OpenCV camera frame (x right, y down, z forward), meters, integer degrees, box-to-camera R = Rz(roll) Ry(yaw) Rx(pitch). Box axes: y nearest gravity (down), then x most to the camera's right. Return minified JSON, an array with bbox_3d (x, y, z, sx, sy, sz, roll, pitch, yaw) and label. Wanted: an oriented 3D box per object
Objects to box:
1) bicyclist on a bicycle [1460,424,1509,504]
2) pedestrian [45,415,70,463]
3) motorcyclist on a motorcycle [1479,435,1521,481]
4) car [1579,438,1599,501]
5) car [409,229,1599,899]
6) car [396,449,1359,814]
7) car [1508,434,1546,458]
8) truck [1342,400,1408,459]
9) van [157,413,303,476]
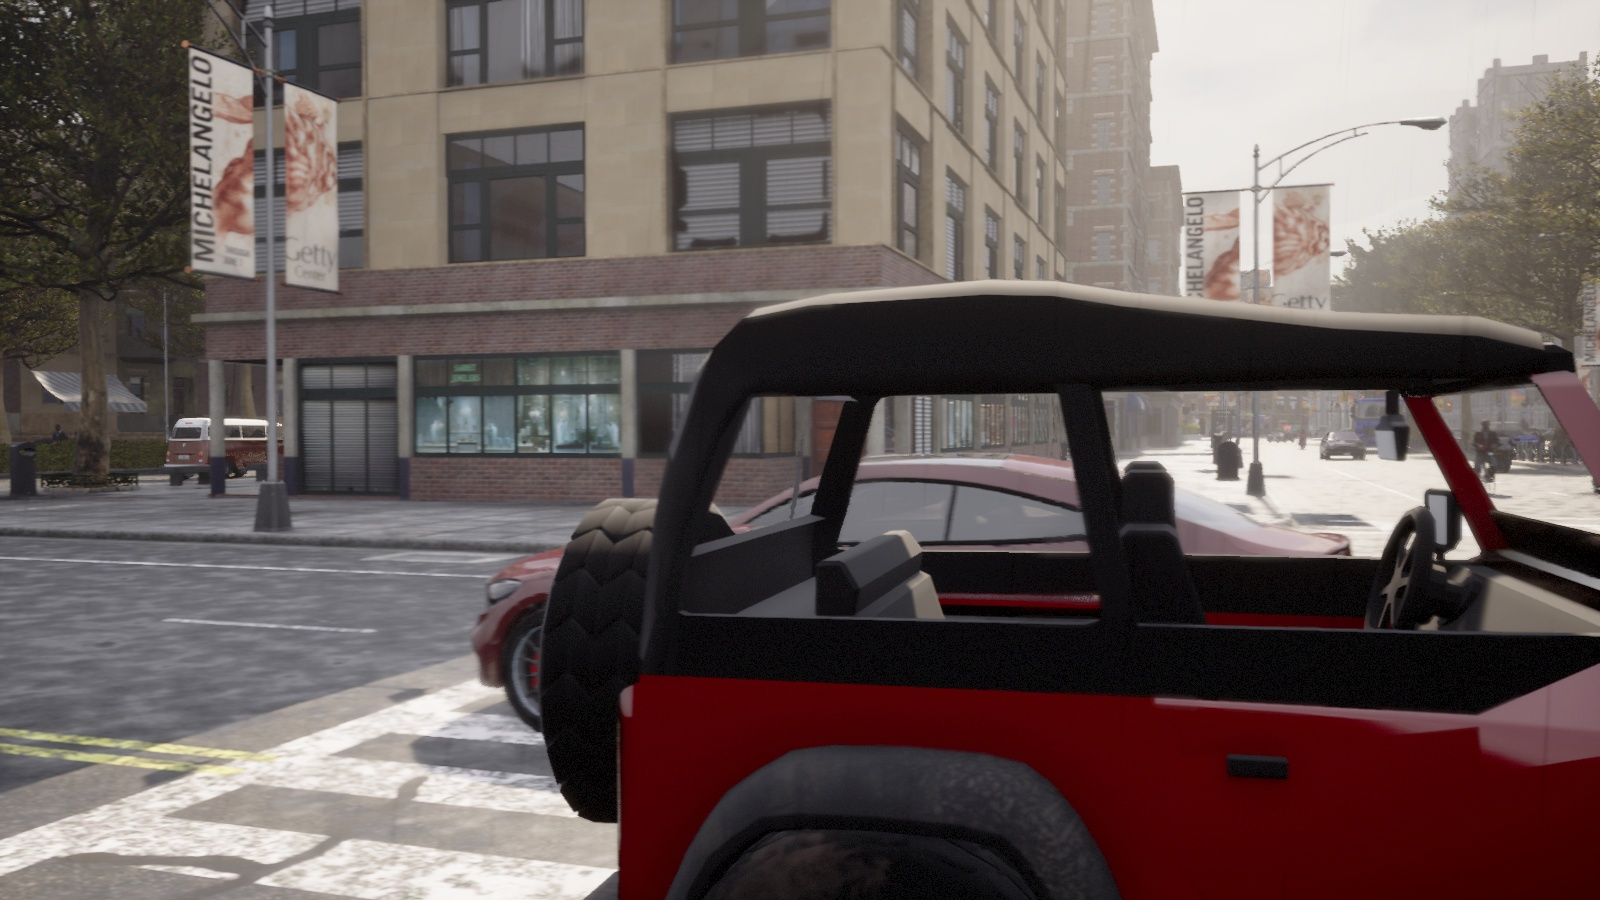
[{"bbox_3d":[15.749,0.293,28.926,0.659,1.776,1.843,1,1,19],"label":"bicyclist on a bicycle"},{"bbox_3d":[-30.774,-0.466,52.056,0.423,1.949,0.788,1,1,19],"label":"pedestrian"},{"bbox_3d":[24.283,0.255,43.602,0.866,1.530,2.191,1,1,18],"label":"motorcyclist on a motorcycle"},{"bbox_3d":[19.164,0.473,28.190,1.812,1.442,4.674,1,1,18],"label":"car"},{"bbox_3d":[1.343,0.582,2.914,3.866,1.878,1.905,0,1,15],"label":"car"},{"bbox_3d":[0.365,0.745,6.763,4.674,1.442,1.812,1,1,19],"label":"car"},{"bbox_3d":[47.354,-0.291,81.755,1.816,1.474,4.193,1,1,35],"label":"car"},{"bbox_3d":[35.981,-1.282,78.796,2.891,3.462,7.936,1,1,18],"label":"truck"},{"bbox_3d":[-19.518,-0.216,43.225,2.069,2.038,4.480,1,1,18],"label":"van"}]
